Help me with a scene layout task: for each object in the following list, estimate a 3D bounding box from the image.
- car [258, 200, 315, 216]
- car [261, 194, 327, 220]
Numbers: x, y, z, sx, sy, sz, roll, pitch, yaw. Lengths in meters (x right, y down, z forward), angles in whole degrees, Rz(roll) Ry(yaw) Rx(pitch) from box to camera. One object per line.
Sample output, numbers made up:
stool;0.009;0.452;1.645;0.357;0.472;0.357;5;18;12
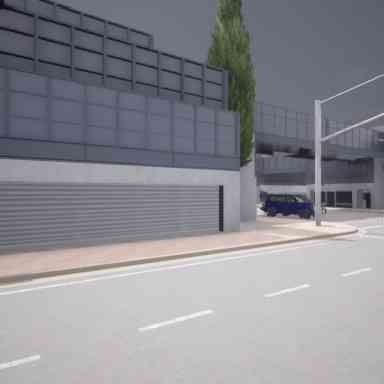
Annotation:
car;9.449;1.547;33.660;2.033;1.411;5.357;0;0;-37
car;8.762;1.222;28.723;2.150;2.045;5.566;0;0;-37
